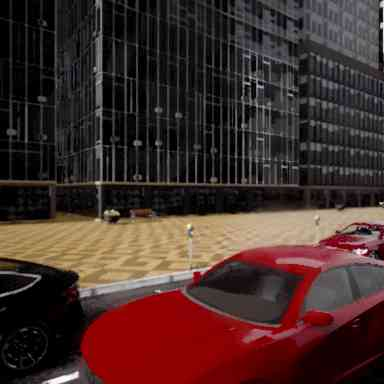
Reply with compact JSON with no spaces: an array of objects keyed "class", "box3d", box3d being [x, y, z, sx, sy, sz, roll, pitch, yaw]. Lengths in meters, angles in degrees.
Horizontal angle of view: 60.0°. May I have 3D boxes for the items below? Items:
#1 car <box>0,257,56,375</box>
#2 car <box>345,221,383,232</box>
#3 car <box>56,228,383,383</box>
[{"class":"car","box3d":[-3.541,1.565,4.034,4.313,1.339,1.947,0,0,-36]},{"class":"car","box3d":[5.679,1.610,10.630,4.206,1.307,1.802,0,0,-36]},{"class":"car","box3d":[1.167,1.486,4.218,5.008,1.535,1.882,0,0,-36]}]
